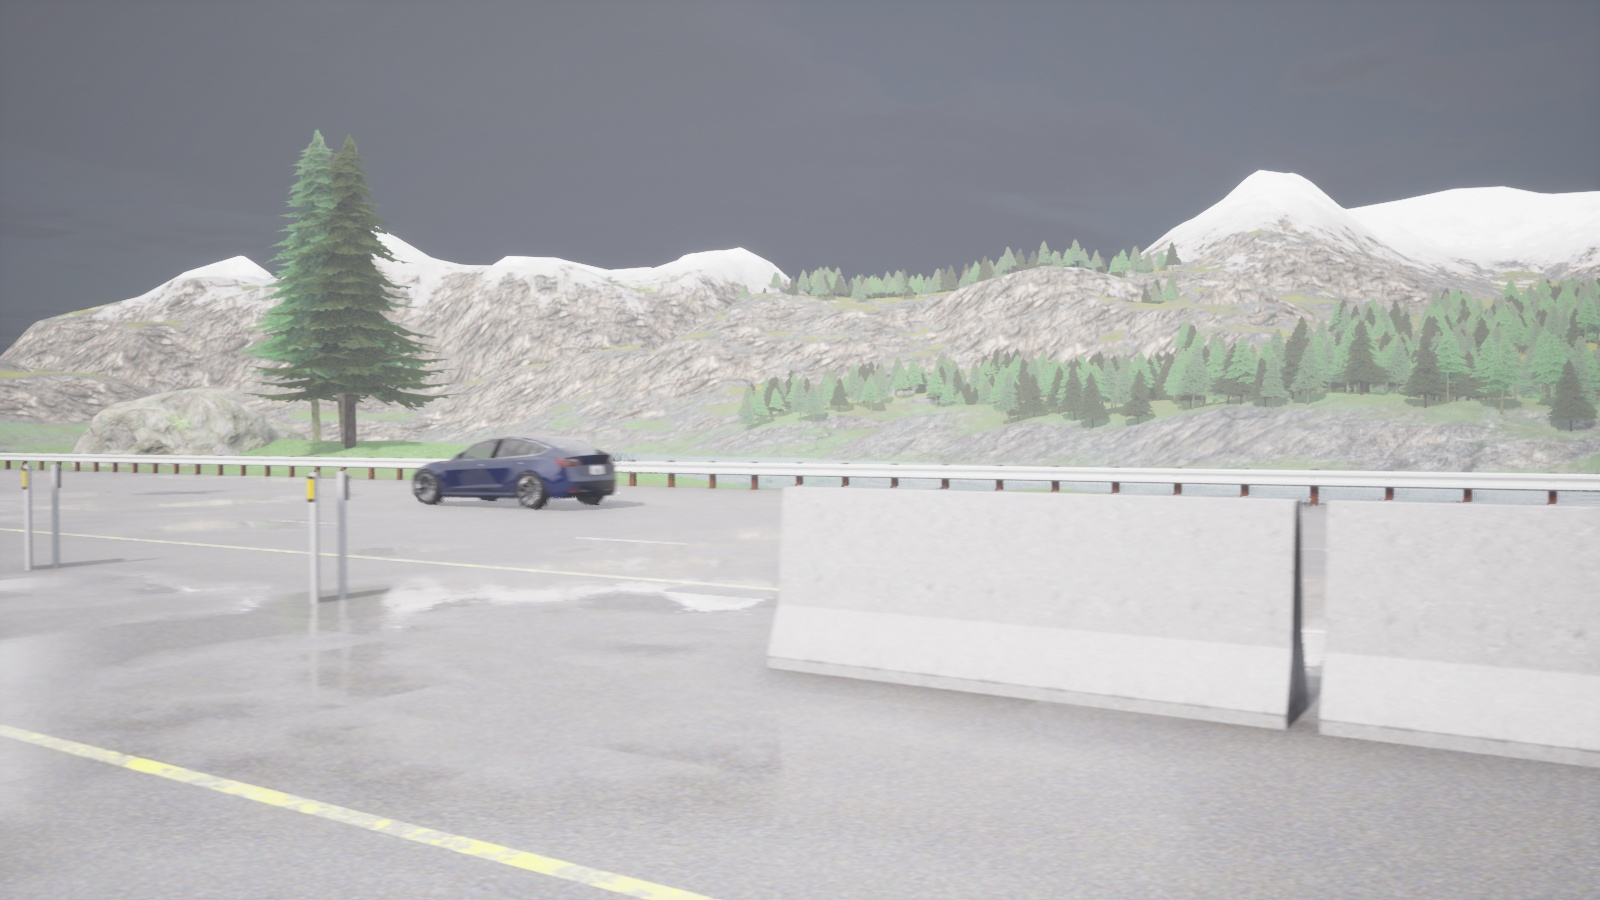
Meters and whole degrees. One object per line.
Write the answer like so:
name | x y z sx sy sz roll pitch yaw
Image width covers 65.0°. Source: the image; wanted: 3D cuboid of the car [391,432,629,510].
car | -6.154 0.379 26.505 4.792 1.488 2.163 1 1 32
